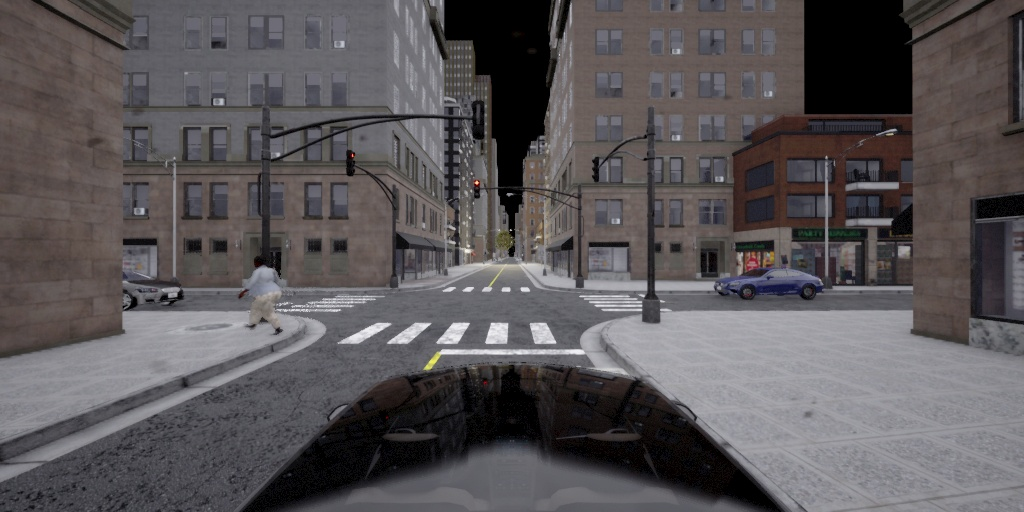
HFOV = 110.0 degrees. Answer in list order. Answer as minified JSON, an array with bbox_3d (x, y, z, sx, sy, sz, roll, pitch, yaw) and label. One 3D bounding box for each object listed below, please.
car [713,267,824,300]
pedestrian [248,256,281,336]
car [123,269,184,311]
[{"bbox_3d":[12.137,1.262,17.065,4.674,1.442,1.812,0,0,-2],"label":"car"},{"bbox_3d":[-5.734,0.892,8.313,0.375,1.860,0.375,0,0,0],"label":"pedestrian"},{"bbox_3d":[-15.569,1.253,13.866,4.902,1.511,2.128,0,0,0],"label":"car"}]
